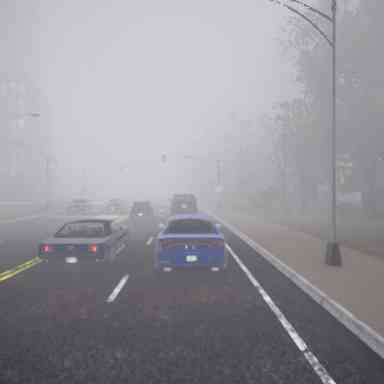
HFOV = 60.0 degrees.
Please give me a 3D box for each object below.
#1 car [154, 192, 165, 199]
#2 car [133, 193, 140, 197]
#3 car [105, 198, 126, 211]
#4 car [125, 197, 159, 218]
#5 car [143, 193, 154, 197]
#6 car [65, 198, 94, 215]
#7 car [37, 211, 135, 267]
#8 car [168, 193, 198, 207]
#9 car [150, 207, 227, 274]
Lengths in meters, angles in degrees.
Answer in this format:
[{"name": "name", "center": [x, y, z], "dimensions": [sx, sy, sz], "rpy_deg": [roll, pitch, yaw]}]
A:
[{"name": "car", "center": [-8.431, 1.006, 90.462], "dimensions": [1.882, 1.535, 5.008], "rpy_deg": [0, 0, -11]}, {"name": "car", "center": [-15.056, 1.124, 90.523], "dimensions": [1.812, 1.442, 4.674], "rpy_deg": [0, 0, -10]}, {"name": "car", "center": [-7.795, 1.372, 34.639], "dimensions": [2.128, 1.511, 4.902], "rpy_deg": [0, 0, -4]}, {"name": "car", "center": [-3.985, 1.408, 27.232], "dimensions": [1.837, 1.490, 4.892], "rpy_deg": [0, 0, -3]}, {"name": "car", "center": [-11.706, 1.029, 90.295], "dimensions": [1.882, 1.535, 5.008], "rpy_deg": [0, 0, -11]}, {"name": "car", "center": [-10.942, 1.398, 32.726], "dimensions": [1.837, 1.490, 4.892], "rpy_deg": [0, 0, -3]}, {"name": "car", "center": [-3.327, 1.565, 11.299], "dimensions": [1.895, 1.301, 4.718], "rpy_deg": [0, 0, -1]}, {"name": "car", "center": [-0.694, 1.123, 26.699], "dimensions": [2.150, 2.045, 5.566], "rpy_deg": [0, 0, -3]}, {"name": "car", "center": [-0.061, 1.441, 10.457], "dimensions": [1.882, 1.535, 5.008], "rpy_deg": [0, 0, -1]}]
